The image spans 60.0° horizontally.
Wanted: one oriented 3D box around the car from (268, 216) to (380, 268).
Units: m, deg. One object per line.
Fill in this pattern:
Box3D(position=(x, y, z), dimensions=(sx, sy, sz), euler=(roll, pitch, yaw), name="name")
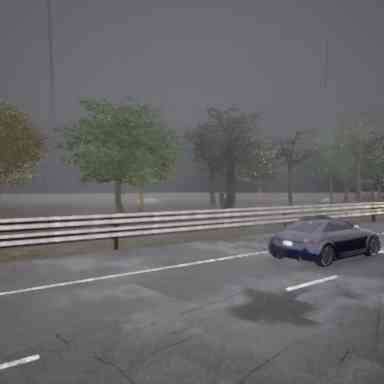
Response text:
Box3D(position=(4.552, 1.523, 11.293), dimensions=(4.181, 1.385, 1.994), euler=(0, 0, -36), name="car")
